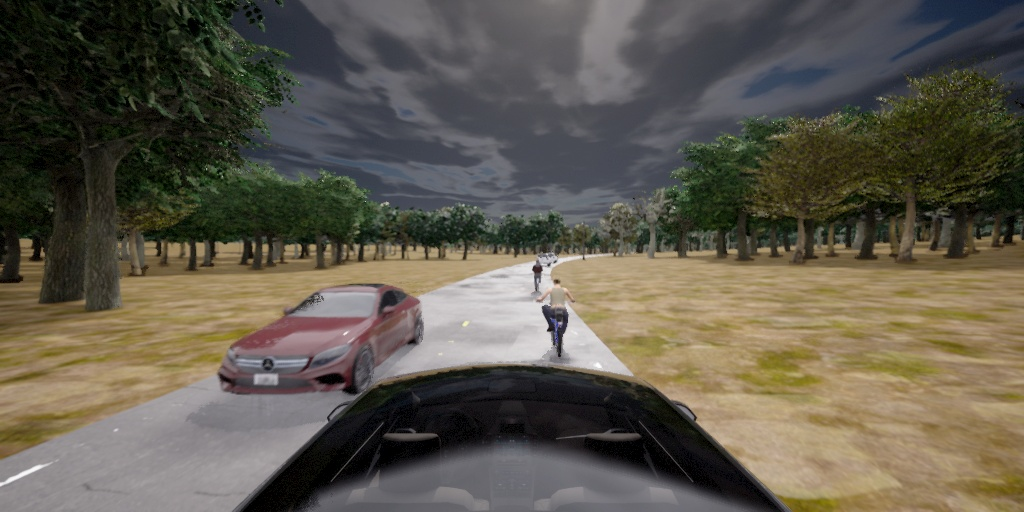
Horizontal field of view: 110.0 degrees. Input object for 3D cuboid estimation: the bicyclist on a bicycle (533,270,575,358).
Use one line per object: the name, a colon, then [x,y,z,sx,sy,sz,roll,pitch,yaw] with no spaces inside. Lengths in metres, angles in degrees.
bicyclist on a bicycle: [0.929,1.184,7.508,0.866,1.612,1.509,0,0,1]

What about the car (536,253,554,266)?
car: [5.300,0.636,59.654,2.150,2.045,5.566,0,0,10]

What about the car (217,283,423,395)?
car: [-3.003,1.272,6.778,1.812,1.442,4.674,0,0,1]

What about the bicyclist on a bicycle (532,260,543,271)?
bicyclist on a bicycle: [1.402,1.083,19.677,0.659,1.776,1.843,0,1,3]
